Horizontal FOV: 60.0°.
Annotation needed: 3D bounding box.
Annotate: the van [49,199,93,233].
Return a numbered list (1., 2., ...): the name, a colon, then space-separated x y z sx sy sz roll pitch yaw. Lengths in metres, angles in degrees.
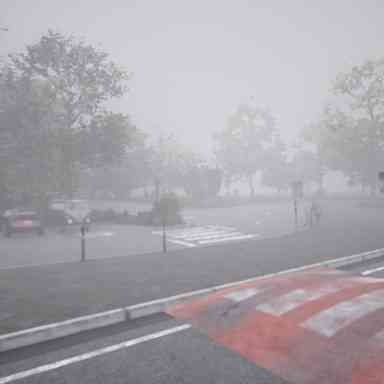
1. van: -7.742 1.444 21.076 1.878 1.987 4.442 0 0 -36

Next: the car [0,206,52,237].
1. car: -10.085 1.686 19.582 2.163 1.488 4.792 0 0 -36
